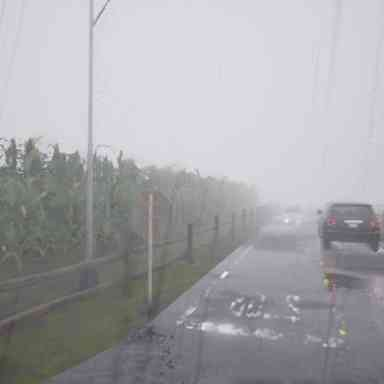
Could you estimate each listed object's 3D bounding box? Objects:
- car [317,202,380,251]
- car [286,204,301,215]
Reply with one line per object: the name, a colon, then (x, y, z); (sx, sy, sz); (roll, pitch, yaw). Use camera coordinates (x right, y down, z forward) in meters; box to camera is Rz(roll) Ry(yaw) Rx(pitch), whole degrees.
car: (7.269, 1.472, 15.800); (2.150, 2.045, 5.566); (0, -1, 18)
car: (13.379, 2.241, 43.838); (1.895, 1.301, 4.718); (0, -1, 18)
